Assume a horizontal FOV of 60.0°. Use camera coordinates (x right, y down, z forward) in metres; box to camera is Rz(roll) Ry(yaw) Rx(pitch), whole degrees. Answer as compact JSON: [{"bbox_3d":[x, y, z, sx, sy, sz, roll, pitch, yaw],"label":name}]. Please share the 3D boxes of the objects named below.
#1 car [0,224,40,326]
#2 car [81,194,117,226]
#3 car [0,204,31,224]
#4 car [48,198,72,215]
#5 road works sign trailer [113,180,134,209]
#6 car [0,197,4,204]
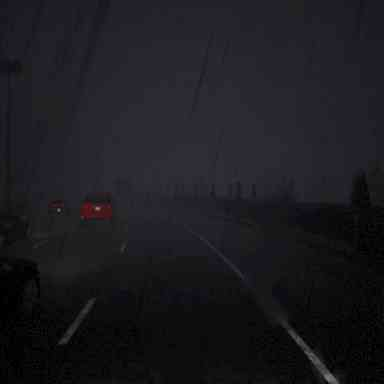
[{"bbox_3d":[-3.704,1.477,4.349,2.128,1.511,4.902,0,0,-2],"label":"car"},{"bbox_3d":[-6.434,1.119,23.102,2.150,2.045,5.566,0,0,-13],"label":"car"},{"bbox_3d":[-8.171,1.454,13.650,1.837,1.490,4.892,0,0,-8],"label":"car"},{"bbox_3d":[-12.873,1.370,32.428,1.837,1.490,4.892,0,0,-19],"label":"car"},{"bbox_3d":[-8.601,0.274,41.191,2.380,3.560,2.880,0,0,-26],"label":"road works sign trailer"},{"bbox_3d":[-30.019,1.374,50.873,1.994,1.385,4.181,0,0,-33],"label":"car"}]
